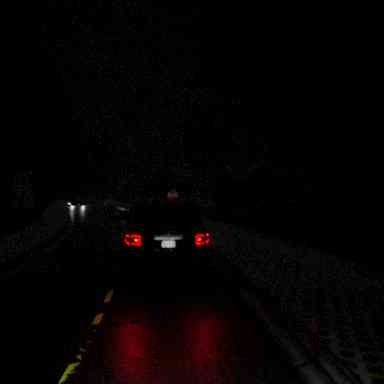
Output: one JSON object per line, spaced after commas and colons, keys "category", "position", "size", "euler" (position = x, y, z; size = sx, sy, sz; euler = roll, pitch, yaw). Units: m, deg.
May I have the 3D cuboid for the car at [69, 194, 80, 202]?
{"category": "car", "position": [-23.233, 1.189, 65.476], "size": [1.882, 1.535, 5.008], "euler": [1, 0, -22]}

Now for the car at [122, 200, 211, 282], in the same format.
{"category": "car", "position": [-0.837, 1.238, 9.962], "size": [2.150, 2.045, 5.566], "euler": [0, 0, -7]}

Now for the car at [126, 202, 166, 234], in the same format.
{"category": "car", "position": [-2.945, 1.493, 20.394], "size": [1.882, 1.535, 5.008], "euler": [1, 0, -14]}

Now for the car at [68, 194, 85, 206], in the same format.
{"category": "car", "position": [-17.367, 1.303, 50.489], "size": [1.812, 1.442, 4.674], "euler": [1, 0, -21]}
